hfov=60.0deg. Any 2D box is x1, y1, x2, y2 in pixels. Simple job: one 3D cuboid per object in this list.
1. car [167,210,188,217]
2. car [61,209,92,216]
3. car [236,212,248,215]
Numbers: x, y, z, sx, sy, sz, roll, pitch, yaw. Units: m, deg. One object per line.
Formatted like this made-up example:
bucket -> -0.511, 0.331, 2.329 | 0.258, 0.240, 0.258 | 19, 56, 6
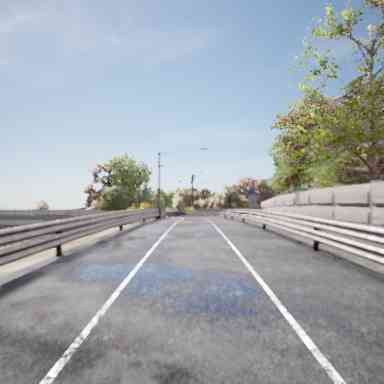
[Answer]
car -> -2.872, 4.243, 65.963 | 2.128, 1.511, 4.902 | -3, -4, 38
car -> -17.605, 3.326, 50.787 | 4.674, 1.442, 1.812 | 3, -5, -41
car -> 13.804, 5.822, 94.172 | 2.097, 1.767, 4.553 | -1, -4, 22
